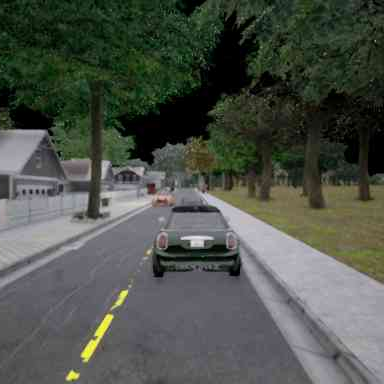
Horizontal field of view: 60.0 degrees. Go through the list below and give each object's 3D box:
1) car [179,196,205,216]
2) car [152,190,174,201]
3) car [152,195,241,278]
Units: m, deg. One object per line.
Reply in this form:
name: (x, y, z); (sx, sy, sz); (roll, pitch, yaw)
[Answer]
car: (-0.008, 1.009, 26.377); (1.895, 1.301, 4.718); (0, 1, 0)
car: (-2.979, 0.574, 34.794); (2.097, 1.767, 4.553); (0, 1, 0)
car: (0.063, 1.133, 9.616); (2.097, 1.767, 4.553); (0, 1, -1)
